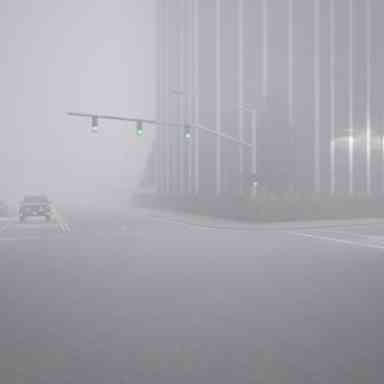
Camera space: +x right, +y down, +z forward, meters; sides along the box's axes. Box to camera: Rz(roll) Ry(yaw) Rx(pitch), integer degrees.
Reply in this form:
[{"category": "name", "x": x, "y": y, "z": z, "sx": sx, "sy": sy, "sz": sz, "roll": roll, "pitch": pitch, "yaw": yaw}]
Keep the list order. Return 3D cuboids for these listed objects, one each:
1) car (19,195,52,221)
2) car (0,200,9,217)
[{"category": "car", "x": -13.011, "y": 1.254, "z": 27.740, "sx": 2.150, "sy": 2.045, "sz": 5.566, "roll": 0, "pitch": 0, "yaw": -23}, {"category": "car", "x": -18.583, "y": 1.547, "z": 31.571, "sx": 1.837, "sy": 1.490, "sz": 4.892, "roll": 0, "pitch": 0, "yaw": -24}]
